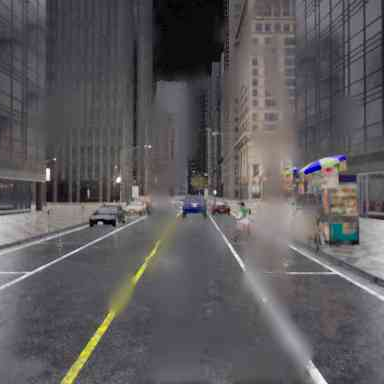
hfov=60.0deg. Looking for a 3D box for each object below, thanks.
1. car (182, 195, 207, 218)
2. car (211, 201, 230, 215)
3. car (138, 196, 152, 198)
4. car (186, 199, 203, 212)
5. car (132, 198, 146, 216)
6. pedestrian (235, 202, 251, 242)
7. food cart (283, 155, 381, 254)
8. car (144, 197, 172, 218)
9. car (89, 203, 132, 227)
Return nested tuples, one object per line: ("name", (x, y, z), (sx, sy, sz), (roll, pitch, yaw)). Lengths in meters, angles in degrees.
("car", (0.244, 1.266, 30.802), (2.150, 2.045, 5.566), (0, 0, 0))
("car", (2.874, 1.601, 33.852), (1.887, 1.381, 4.507), (0, 0, 0))
("car", (-5.617, 1.391, 39.365), (2.192, 1.841, 5.009), (0, 0, 0))
("car", (0.290, 1.635, 42.160), (2.033, 1.411, 5.357), (0, 0, 1))
("car", (-5.652, 1.581, 33.735), (1.752, 1.417, 4.829), (0, 0, 0))
("pedestrian", (2.277, 1.302, 14.856), (0.375, 1.860, 0.375), (1, -1, -18))
("food cart", (5.701, 0.474, 14.369), (2.280, 3.560, 4.660), (-1, -1, 0))
("car", (-2.912, 1.524, 30.711), (1.882, 1.535, 5.008), (0, 0, 0))
("car", (-5.716, 1.591, 22.987), (1.947, 1.339, 4.313), (1, 0, 0))
